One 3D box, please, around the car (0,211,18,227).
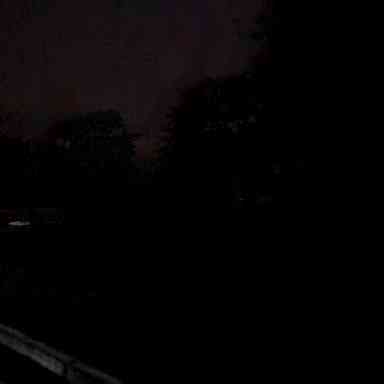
[{"bbox_3d":[-13.075,1.406,19.248,2.033,1.411,5.357,0,0,32],"label":"car"}]
